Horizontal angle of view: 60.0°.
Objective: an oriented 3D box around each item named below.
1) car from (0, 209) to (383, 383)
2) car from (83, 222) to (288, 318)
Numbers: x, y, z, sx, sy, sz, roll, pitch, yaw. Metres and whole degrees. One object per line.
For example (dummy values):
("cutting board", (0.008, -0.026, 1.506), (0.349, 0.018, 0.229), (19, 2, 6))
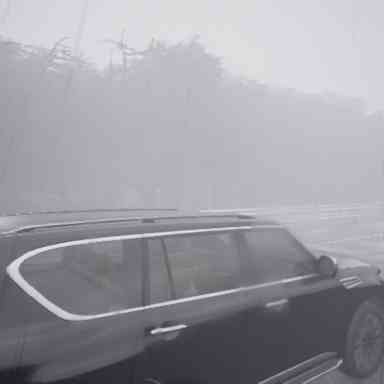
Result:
("car", (0.079, 1.217, 3.803), (5.566, 2.045, 2.150), (0, 0, -35))
("car", (0.025, 1.590, 8.071), (4.718, 1.301, 1.895), (0, 0, -36))
